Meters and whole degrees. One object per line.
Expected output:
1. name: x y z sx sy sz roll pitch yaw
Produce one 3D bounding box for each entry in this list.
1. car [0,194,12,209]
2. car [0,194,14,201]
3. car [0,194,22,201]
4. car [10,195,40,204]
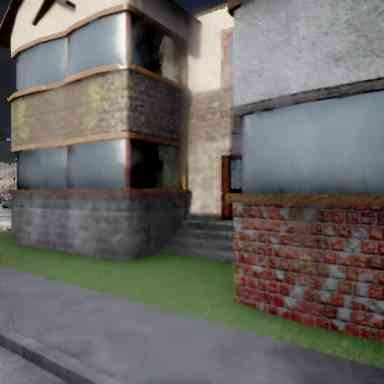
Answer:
1. car: -21.040 1.306 41.030 2.007 1.523 4.514 0 0 35
2. car: -46.496 1.340 81.761 2.007 1.523 4.514 0 0 35
3. car: -43.911 1.332 79.982 2.152 1.636 5.027 0 0 35
4. car: -30.609 1.303 61.021 2.007 1.523 4.514 0 0 35
